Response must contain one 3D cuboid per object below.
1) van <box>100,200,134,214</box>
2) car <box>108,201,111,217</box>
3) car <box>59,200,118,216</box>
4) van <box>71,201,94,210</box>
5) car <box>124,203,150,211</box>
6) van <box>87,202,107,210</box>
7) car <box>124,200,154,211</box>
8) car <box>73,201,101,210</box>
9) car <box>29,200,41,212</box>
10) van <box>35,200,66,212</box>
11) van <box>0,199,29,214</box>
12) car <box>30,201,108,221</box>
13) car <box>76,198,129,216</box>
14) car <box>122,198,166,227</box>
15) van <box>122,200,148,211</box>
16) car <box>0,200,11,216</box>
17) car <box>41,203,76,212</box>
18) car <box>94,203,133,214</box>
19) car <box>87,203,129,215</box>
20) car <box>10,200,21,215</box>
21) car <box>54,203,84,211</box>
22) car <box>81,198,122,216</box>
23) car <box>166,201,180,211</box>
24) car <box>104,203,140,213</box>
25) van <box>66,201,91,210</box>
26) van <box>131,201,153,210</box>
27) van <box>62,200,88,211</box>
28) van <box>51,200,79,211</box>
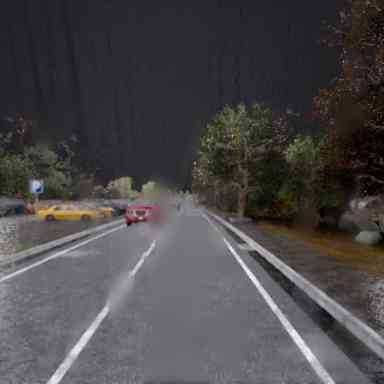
[{"bbox_3d":[-10.588,2.074,47.375,4.442,1.987,1.878,0,-2,0],"label":"van"},{"bbox_3d":[-10.434,1.795,30.727,4.892,1.521,2.231,0,-1,0],"label":"car"},{"bbox_3d":[-10.442,1.867,33.498,5.008,1.535,2.097,0,-2,0],"label":"car"},{"bbox_3d":[-23.733,2.975,72.307,4.442,1.987,1.878,0,-3,0],"label":"van"},{"bbox_3d":[-10.544,2.860,64.021,4.792,1.488,2.163,0,-2,0],"label":"car"},{"bbox_3d":[-23.762,3.507,83.375,4.442,1.987,1.878,0,-3,0],"label":"van"},{"bbox_3d":[-10.550,2.682,66.783,5.566,2.045,2.435,0,-3,0],"label":"car"},{"bbox_3d":[-23.595,3.083,75.076,5.566,2.045,2.435,0,-3,0],"label":"car"},{"bbox_3d":[-23.513,2.092,44.761,4.553,1.767,2.185,0,-2,0],"label":"car"},{"bbox_3d":[-23.690,2.346,55.840,4.442,1.987,1.878,0,-2,0],"label":"van"},{"bbox_3d":[-23.654,1.904,41.996,4.442,1.987,1.878,0,-2,0],"label":"van"},{"bbox_3d":[-10.236,1.727,27.959,5.366,1.575,1.946,0,-1,0],"label":"car"},{"bbox_3d":[-10.422,1.783,39.052,5.566,2.045,2.435,0,-2,0],"label":"car"},{"bbox_3d":[-3.425,1.432,24.860,2.150,2.045,5.566,0,-1,0],"label":"car"},{"bbox_3d":[-10.391,2.516,61.249,4.442,1.987,1.878,0,-2,0],"label":"van"},{"bbox_3d":[-23.338,1.952,36.454,5.366,1.575,1.946,0,-2,0],"label":"car"},{"bbox_3d":[-23.396,2.657,58.604,5.366,1.575,1.946,0,-2,0],"label":"car"},{"bbox_3d":[-10.467,2.251,44.592,4.674,1.452,2.002,0,-2,0],"label":"car"},{"bbox_3d":[-10.487,2.152,41.818,4.792,1.488,2.163,0,-2,0],"label":"car"},{"bbox_3d":[-23.524,2.043,39.219,4.892,1.521,2.231,0,-2,0],"label":"car"},{"bbox_3d":[-23.600,2.836,64.138,5.008,1.535,2.097,0,-2,0],"label":"car"},{"bbox_3d":[-10.474,1.823,36.277,4.553,1.767,2.185,0,-2,0],"label":"car"},{"bbox_3d":[-3.467,2.700,65.939,2.150,2.045,5.566,0,-2,0],"label":"car"},{"bbox_3d":[-10.484,2.388,50.143,5.008,1.535,2.097,0,-2,0],"label":"car"},{"bbox_3d":[-23.726,2.849,69.665,4.442,1.987,1.878,0,-3,0],"label":"van"},{"bbox_3d":[-10.412,2.841,69.555,4.442,1.987,1.878,0,-3,0],"label":"van"},{"bbox_3d":[-23.485,2.709,66.766,4.442,1.987,1.878,0,-2,0],"label":"van"},{"bbox_3d":[-23.471,2.522,61.377,4.442,1.987,1.878,0,-2,0],"label":"van"}]
